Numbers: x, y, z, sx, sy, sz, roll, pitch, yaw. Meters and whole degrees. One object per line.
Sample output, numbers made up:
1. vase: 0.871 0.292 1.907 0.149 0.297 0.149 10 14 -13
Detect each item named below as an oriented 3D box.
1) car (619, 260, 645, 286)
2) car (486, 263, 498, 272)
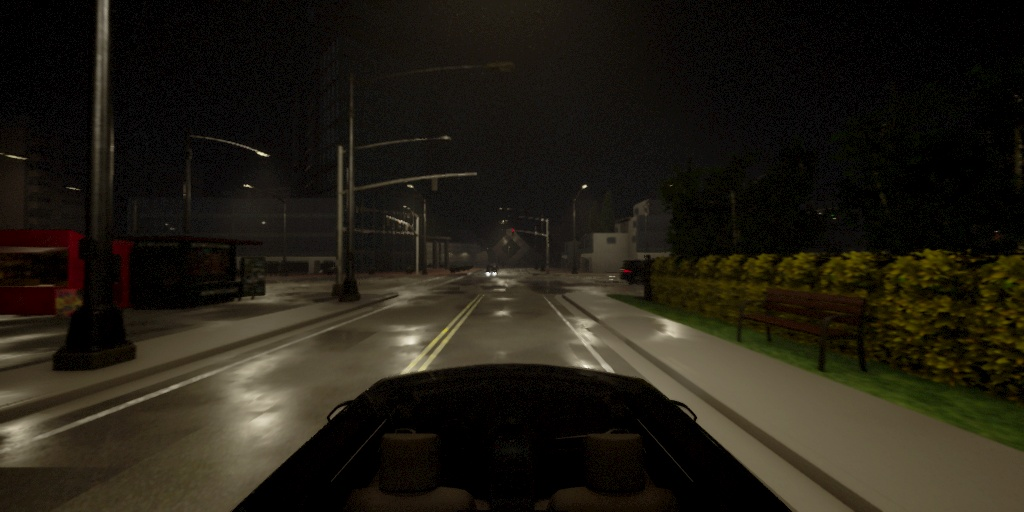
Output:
1. car: 11.411 1.329 28.496 5.566 2.045 2.150 0 -1 -1
2. car: -3.520 2.045 62.831 2.128 1.511 4.902 0 -1 1
